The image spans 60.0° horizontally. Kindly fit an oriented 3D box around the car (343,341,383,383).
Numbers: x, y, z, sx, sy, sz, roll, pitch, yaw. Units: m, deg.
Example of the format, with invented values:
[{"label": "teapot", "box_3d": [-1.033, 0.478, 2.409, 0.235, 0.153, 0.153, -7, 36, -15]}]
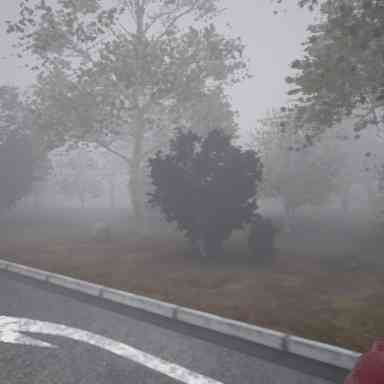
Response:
[{"label": "car", "box_3d": [2.996, 1.610, 1.240, 4.718, 1.301, 1.895, 0, 0, 36]}]
